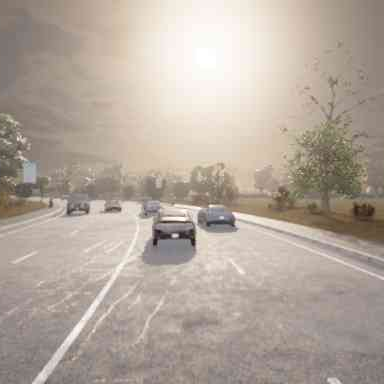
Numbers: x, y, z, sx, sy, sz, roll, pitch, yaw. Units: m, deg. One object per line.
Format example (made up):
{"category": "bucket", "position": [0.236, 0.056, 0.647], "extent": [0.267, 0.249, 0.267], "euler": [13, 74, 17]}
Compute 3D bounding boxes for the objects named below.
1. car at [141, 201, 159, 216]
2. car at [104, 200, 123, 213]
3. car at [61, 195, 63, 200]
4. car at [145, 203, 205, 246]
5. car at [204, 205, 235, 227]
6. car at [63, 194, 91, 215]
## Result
{"category": "car", "position": [-4.091, 1.591, 33.843], "extent": [2.033, 1.411, 5.357], "euler": [0, 0, -13]}
{"category": "car", "position": [-9.026, 1.600, 38.138], "extent": [2.033, 1.411, 5.357], "euler": [0, 0, -15]}
{"category": "car", "position": [-27.500, 1.274, 72.650], "extent": [1.882, 1.535, 5.008], "euler": [0, 0, -30]}
{"category": "car", "position": [-0.928, 1.510, 15.519], "extent": [2.128, 1.511, 4.902], "euler": [0, 0, -6]}
{"category": "car", "position": [1.579, 1.587, 22.994], "extent": [1.994, 1.385, 4.181], "euler": [0, 0, -9]}
{"category": "car", "position": [-11.716, 1.273, 34.648], "extent": [2.150, 2.045, 5.566], "euler": [0, 0, -15]}
